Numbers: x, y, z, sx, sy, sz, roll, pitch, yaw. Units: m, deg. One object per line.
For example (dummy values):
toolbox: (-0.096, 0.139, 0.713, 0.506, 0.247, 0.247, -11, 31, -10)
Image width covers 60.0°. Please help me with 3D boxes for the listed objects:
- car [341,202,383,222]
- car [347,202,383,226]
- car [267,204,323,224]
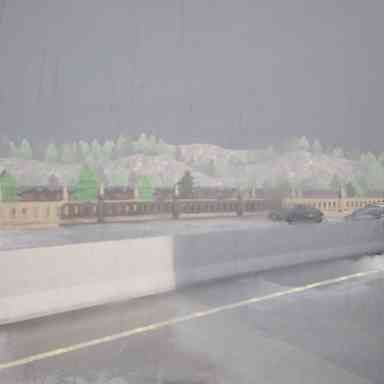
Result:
car: (10.262, 1.506, 18.143, 4.892, 1.490, 1.837, 0, 0, -26)
car: (13.493, 1.506, 23.496, 4.892, 1.490, 1.837, 0, 0, -23)
car: (7.666, 1.565, 24.632, 4.181, 1.385, 1.994, 0, 0, -26)
